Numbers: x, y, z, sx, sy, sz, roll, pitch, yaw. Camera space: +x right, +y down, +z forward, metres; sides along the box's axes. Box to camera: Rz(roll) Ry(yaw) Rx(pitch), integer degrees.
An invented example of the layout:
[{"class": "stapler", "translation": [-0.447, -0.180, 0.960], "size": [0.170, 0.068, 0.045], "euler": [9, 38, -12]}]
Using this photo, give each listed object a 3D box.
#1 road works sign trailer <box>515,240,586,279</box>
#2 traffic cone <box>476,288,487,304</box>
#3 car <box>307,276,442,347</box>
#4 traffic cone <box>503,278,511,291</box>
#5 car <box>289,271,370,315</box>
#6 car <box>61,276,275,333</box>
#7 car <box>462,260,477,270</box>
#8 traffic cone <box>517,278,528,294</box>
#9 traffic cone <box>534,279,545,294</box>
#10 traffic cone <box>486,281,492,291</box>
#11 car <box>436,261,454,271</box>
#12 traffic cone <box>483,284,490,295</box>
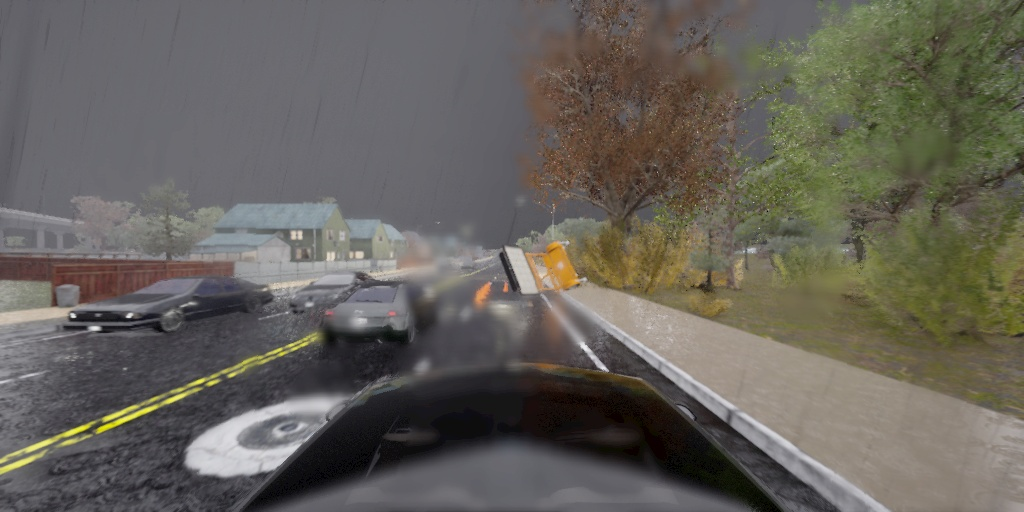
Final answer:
[{"class": "road works sign trailer", "translation": [2.116, -0.879, 17.656], "size": [2.880, 3.560, 2.380], "euler": [0, 0, -41]}, {"class": "traffic cone", "translation": [-1.379, 1.763, 15.359], "size": [0.340, 0.580, 0.340], "euler": [0, 0, 0]}, {"class": "car", "translation": [-3.149, 1.347, 9.426], "size": [1.994, 1.385, 4.181], "euler": [0, 0, 0]}, {"class": "traffic cone", "translation": [-0.379, 1.788, 21.359], "size": [0.340, 0.580, 0.340], "euler": [0, 0, 0]}, {"class": "car", "translation": [-6.597, 1.328, 14.012], "size": [1.812, 1.442, 4.674], "euler": [0, 0, 0]}, {"class": "car", "translation": [-9.849, 1.337, 11.131], "size": [2.033, 1.411, 5.357], "euler": [0, 0, 0]}, {"class": "car", "translation": [-6.566, 1.452, 55.861], "size": [1.837, 1.490, 4.892], "euler": [0, 0, 0]}, {"class": "traffic cone", "translation": [0.620, 1.788, 21.360], "size": [0.340, 0.580, 0.340], "euler": [0, 0, 0]}, {"class": "traffic cone", "translation": [1.620, 1.788, 21.358], "size": [0.340, 0.580, 0.340], "euler": [0, 0, 0]}, {"class": "traffic cone", "translation": [-1.379, 1.780, 19.359], "size": [0.340, 0.580, 0.340], "euler": [0, 0, 0]}, {"class": "car", "translation": [-9.821, 1.489, 53.417], "size": [2.033, 1.411, 5.357], "euler": [0, 0, 0]}, {"class": "traffic cone", "translation": [-1.379, 1.772, 17.359], "size": [0.340, 0.580, 0.340], "euler": [0, 0, 0]}]
